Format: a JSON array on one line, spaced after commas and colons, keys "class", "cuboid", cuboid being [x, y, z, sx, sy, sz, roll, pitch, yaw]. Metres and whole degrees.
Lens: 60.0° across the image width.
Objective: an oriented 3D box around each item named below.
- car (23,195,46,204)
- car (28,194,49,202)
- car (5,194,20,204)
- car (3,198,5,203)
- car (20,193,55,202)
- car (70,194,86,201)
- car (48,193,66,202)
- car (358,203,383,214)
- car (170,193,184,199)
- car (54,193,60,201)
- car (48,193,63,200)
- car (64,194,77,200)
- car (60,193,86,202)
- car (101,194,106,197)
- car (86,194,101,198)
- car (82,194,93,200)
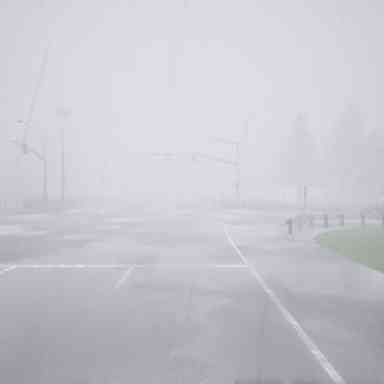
[{"class": "car", "cuboid": [-28.142, 1.266, 59.733, 1.837, 1.490, 4.892, 0, 0, 0]}, {"class": "car", "cuboid": [-31.639, 1.245, 68.867, 2.128, 1.511, 4.902, 0, 0, 0]}, {"class": "car", "cuboid": [-31.634, 1.112, 59.355, 2.097, 1.767, 4.553, 0, 0, 0]}, {"class": "car", "cuboid": [-24.669, 1.328, 39.123, 1.882, 1.535, 5.008, 0, 0, 0]}, {"class": "car", "cuboid": [-21.178, 1.299, 45.776, 1.882, 1.535, 5.008, 0, 0, 0]}, {"class": "car", "cuboid": [-24.686, 1.245, 72.259, 2.033, 1.411, 5.357, 0, 0, -3]}, {"class": "car", "cuboid": [-28.145, 1.072, 69.484, 2.097, 1.767, 4.553, 0, 0, 0]}, {"class": "car", "cuboid": [17.359, 1.386, 29.326, 4.902, 1.511, 2.128, 0, 0, 8]}, {"class": "car", "cuboid": [-3.938, 0.959, 95.174, 2.097, 1.767, 4.553, 0, 0, -18]}, {"class": "car", "cuboid": [-24.645, 1.227, 62.090, 1.882, 1.535, 5.008, 0, 0, 0]}, {"class": "car", "cuboid": [-32.471, 1.029, 79.200, 2.097, 1.767, 4.553, 0, 0, -7]}, {"class": "car", "cuboid": [-28.978, 1.225, 79.573, 1.994, 1.385, 4.181, 0, 0, -7]}, {"class": "car", "cuboid": [-21.168, 1.113, 59.536, 2.097, 1.767, 4.553, 0, 0, 0]}, {"class": "car", "cuboid": [-22.049, 1.169, 80.506, 1.837, 1.490, 4.892, 0, 0, -7]}, {"class": "car", "cuboid": [-21.157, 1.239, 69.892, 1.812, 1.442, 4.674, 0, 0, 0]}, {"class": "car", "cuboid": [-26.123, 1.252, 83.225, 1.895, 1.301, 4.718, 0, 0, -10]}]
